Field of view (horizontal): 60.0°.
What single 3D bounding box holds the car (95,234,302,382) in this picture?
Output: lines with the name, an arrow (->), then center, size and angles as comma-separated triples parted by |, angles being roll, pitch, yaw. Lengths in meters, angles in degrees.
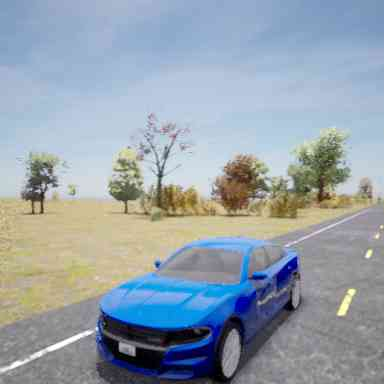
car -> 0.554, 1.599, 5.993 | 1.882, 1.535, 5.008 | -1, -2, 32
